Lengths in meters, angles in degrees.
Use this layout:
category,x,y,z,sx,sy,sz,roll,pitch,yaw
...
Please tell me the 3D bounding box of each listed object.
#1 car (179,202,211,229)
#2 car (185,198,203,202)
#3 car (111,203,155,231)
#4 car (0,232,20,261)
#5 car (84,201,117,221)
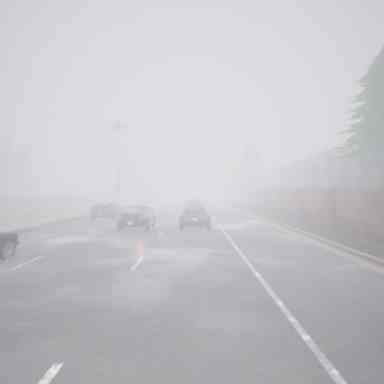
category,x,y,z,sx,sy,sz,roll,pitch,yaw
car,0.176,1.565,21.556,1.994,1.385,4.181,0,0,0
car,0.252,1.506,41.575,1.837,1.490,4.892,0,0,0
car,-3.333,1.522,20.237,1.812,1.442,4.674,0,0,0
car,-6.868,1.592,9.337,1.895,1.301,4.718,0,0,0
car,-6.804,1.483,27.088,2.128,1.511,4.902,0,0,0
